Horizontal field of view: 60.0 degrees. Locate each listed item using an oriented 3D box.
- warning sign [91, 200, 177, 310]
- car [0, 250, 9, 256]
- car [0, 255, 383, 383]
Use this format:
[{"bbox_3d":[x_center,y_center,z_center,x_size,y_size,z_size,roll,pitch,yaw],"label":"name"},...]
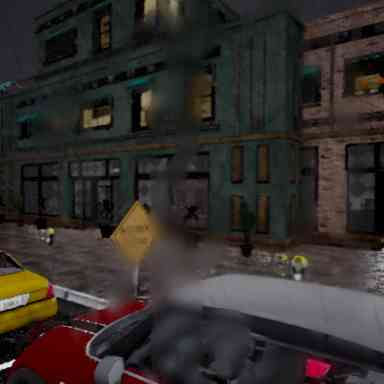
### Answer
[{"bbox_3d":[-1.120,1.104,6.595,1.060,1.860,1.300,1,0,35],"label":"warning sign"},{"bbox_3d":[-4.399,1.513,5.994,4.829,1.417,1.752,0,1,35],"label":"car"},{"bbox_3d":[0.263,1.436,2.682,4.097,1.590,1.967,0,1,35],"label":"car"}]
